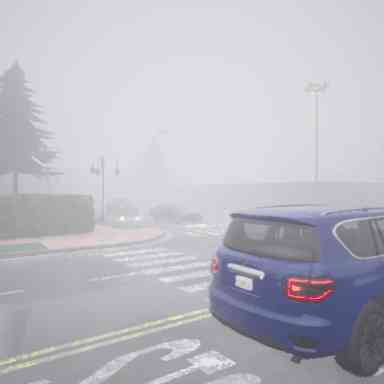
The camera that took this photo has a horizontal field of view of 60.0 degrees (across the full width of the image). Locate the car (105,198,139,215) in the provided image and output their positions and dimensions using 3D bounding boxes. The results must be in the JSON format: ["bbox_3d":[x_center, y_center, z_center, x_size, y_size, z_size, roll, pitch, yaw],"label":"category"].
[{"bbox_3d":[-7.188,1.385,33.926,2.097,1.767,4.553,0,0,-35],"label":"car"}]

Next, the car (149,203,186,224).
[{"bbox_3d":[-1.409,1.580,25.805,2.033,1.411,5.357,0,0,-36],"label":"car"}]

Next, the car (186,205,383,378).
[{"bbox_3d":[2.840,1.243,5.793,5.566,2.045,2.150,0,0,-36],"label":"car"}]
